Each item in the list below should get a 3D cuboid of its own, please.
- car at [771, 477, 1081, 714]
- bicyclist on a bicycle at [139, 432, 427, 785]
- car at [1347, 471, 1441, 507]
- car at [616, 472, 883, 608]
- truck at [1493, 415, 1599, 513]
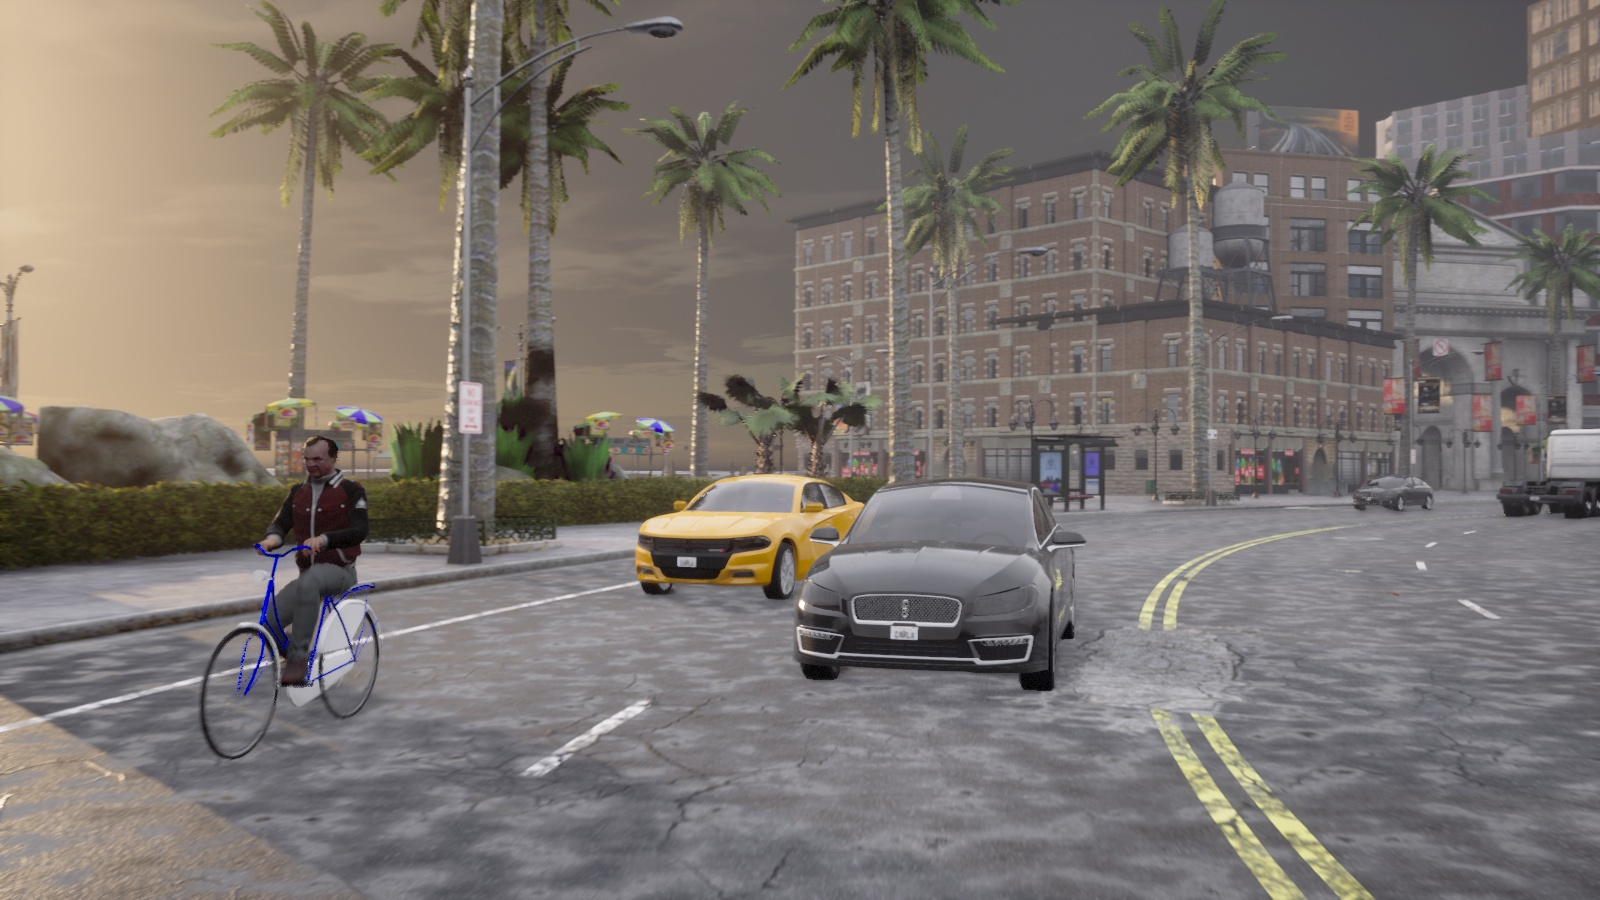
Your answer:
[{"bbox_3d":[1.330,0.994,10.658,1.837,1.490,4.892,-1,-1,15],"label":"car"},{"bbox_3d":[-2.908,0.817,7.308,0.659,1.776,1.843,0,-1,10],"label":"bicyclist on a bicycle"},{"bbox_3d":[25.552,1.642,53.923,4.892,1.490,1.837,1,-1,-41],"label":"car"},{"bbox_3d":[-0.473,1.079,17.010,1.882,1.535,5.008,-1,-1,20],"label":"car"},{"bbox_3d":[29.778,0.548,48.351,7.936,3.462,2.891,1,-1,-42],"label":"truck"}]
